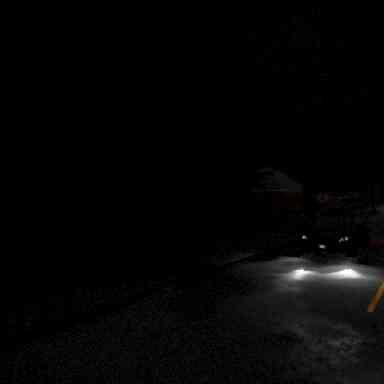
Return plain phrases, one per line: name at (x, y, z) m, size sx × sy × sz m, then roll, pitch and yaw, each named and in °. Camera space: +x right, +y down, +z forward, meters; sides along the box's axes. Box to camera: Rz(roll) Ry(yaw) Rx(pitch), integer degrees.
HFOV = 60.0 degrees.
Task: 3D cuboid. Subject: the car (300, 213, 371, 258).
car at (5.843, 1.591, 13.292) m, size 1.812 × 1.442 × 4.674 m, roll -2°, pitch -1°, yaw 37°
